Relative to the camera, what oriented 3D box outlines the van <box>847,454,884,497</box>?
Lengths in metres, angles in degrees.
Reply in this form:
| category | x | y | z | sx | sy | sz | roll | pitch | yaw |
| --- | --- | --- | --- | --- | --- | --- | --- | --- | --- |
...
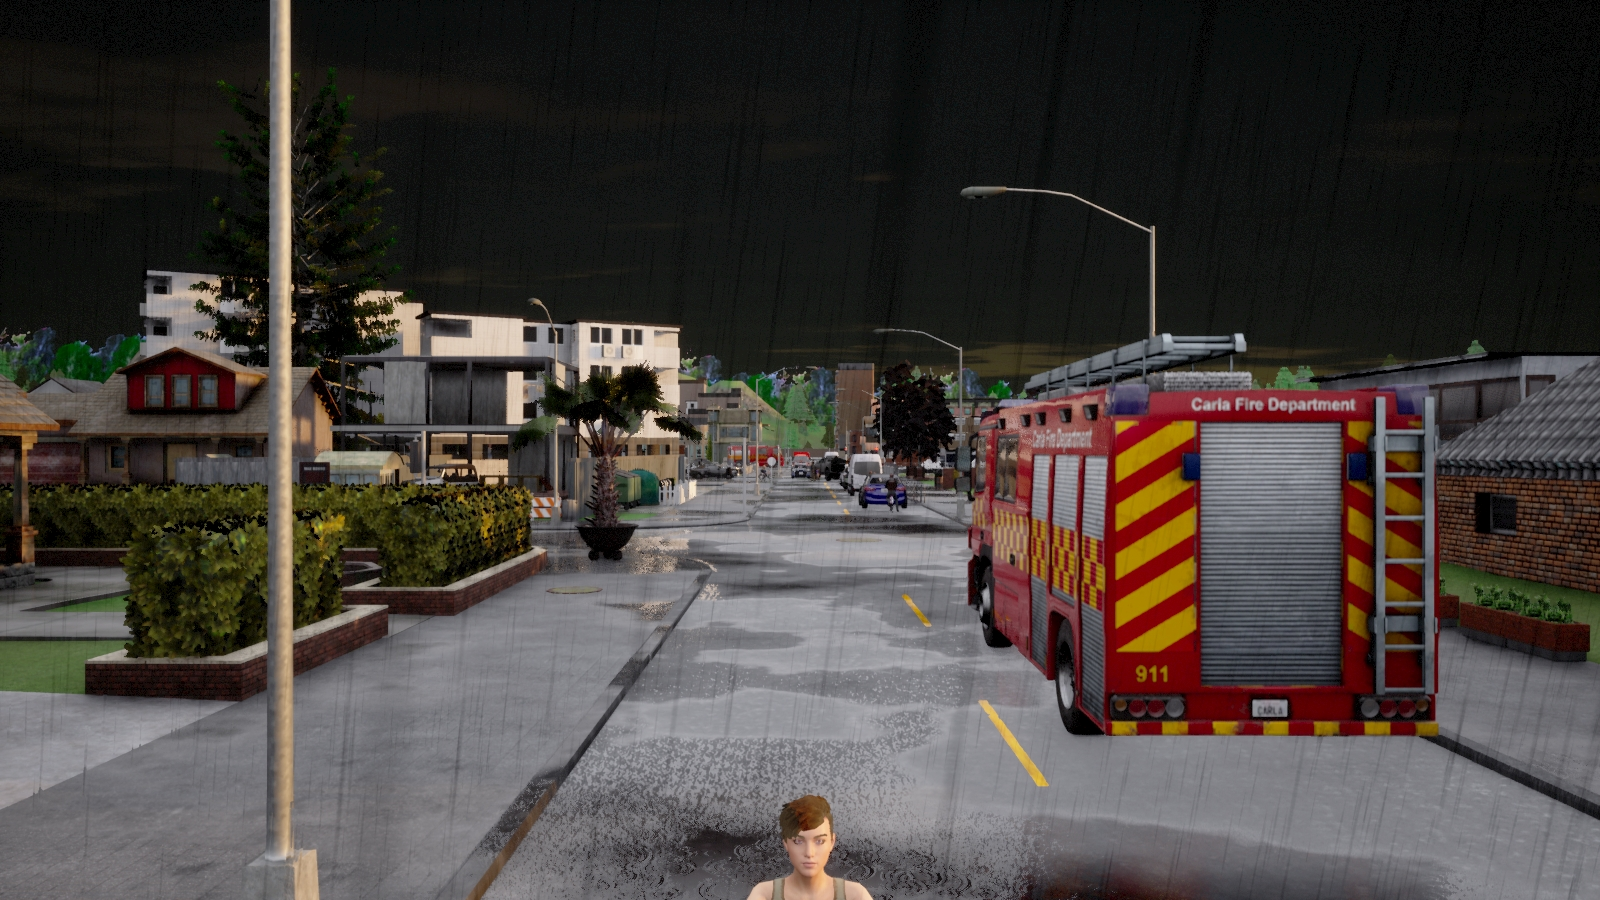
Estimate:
| category | x | y | z | sx | sy | sz | roll | pitch | yaw |
| --- | --- | --- | --- | --- | --- | --- | --- | --- | --- |
| van | 4.045 | 1.534 | 71.355 | 1.988 | 2.561 | 5.915 | 0 | 0 | 0 |

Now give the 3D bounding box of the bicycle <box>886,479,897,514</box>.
| category | x | y | z | sx | sy | sz | roll | pitch | yaw |
| --- | --- | --- | --- | --- | --- | --- | --- | --- | --- |
| bicycle | 4.077 | 2.060 | 50.936 | 0.329 | 1.471 | 1.835 | 0 | 0 | 0 |

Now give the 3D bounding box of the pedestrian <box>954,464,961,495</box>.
| category | x | y | z | sx | sy | sz | roll | pitch | yaw |
| --- | --- | --- | --- | --- | --- | --- | --- | --- | --- |
| pedestrian | 9.295 | 1.744 | 67.577 | 0.375 | 1.860 | 0.375 | 0 | 0 | 0 |

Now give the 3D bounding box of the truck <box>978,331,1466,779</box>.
| category | x | y | z | sx | sy | sz | roll | pitch | yaw |
| --- | --- | --- | --- | --- | --- | --- | --- | --- | --- |
| truck | 4.261 | 0.891 | 13.995 | 2.891 | 3.827 | 8.468 | 0 | 0 | 0 |

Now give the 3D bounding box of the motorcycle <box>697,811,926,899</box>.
| category | x | y | z | sx | sy | sz | roll | pitch | yaw |
| --- | --- | --- | --- | --- | --- | --- | --- | --- | --- |
| motorcycle | 0.039 | 2.155 | 3.558 | 0.764 | 1.307 | 2.356 | 0 | 0 | 0 |

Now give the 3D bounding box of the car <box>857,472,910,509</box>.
| category | x | y | z | sx | sy | sz | roll | pitch | yaw |
| --- | --- | --- | --- | --- | --- | --- | --- | --- | --- |
| car | 4.046 | 1.967 | 56.171 | 2.242 | 1.667 | 4.611 | 0 | 0 | 0 |
